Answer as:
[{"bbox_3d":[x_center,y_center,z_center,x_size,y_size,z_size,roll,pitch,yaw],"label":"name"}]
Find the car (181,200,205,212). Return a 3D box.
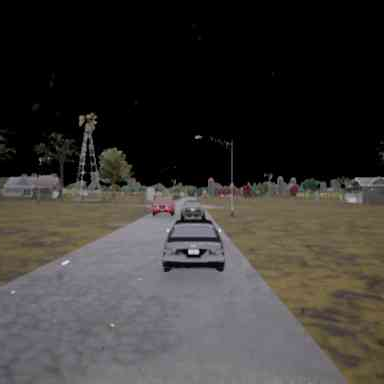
[{"bbox_3d":[0.071,1.503,29.972,2.097,1.767,4.553,0,0,0],"label":"car"}]

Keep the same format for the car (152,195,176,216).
[{"bbox_3d":[-2.850,1.389,34.569,2.150,2.045,5.566,0,0,0],"label":"car"}]

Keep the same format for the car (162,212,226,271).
[{"bbox_3d":[0.059,1.612,11.140,2.033,1.411,5.357,0,0,0],"label":"car"}]
